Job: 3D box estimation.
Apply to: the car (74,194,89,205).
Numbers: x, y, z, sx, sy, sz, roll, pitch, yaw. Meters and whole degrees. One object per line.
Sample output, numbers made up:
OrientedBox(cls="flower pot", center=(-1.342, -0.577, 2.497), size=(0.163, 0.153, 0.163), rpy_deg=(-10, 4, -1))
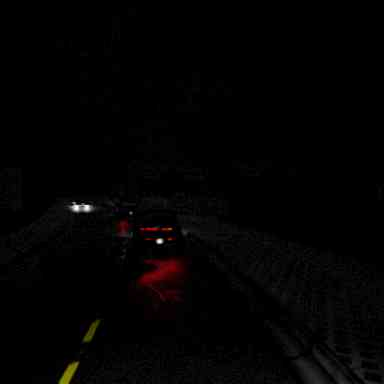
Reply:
OrientedBox(cls="car", center=(-16.858, 1.323, 50.980), size=(1.895, 1.301, 4.718), rpy_deg=(1, 0, -20))

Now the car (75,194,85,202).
OrientedBox(cls="car", center=(-22.106, 1.156, 65.388), size=(1.837, 1.490, 4.892), rpy_deg=(1, 0, -20))

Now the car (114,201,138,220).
OrientedBox(cls="car", center=(-5.573, 1.469, 28.550), size=(1.812, 1.442, 4.674), rpy_deg=(1, 0, -18))

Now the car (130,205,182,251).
OrientedBox(cls="car", center=(-1.586, 1.500, 14.213), size=(1.837, 1.490, 4.892), rpy_deg=(0, 0, -10))
